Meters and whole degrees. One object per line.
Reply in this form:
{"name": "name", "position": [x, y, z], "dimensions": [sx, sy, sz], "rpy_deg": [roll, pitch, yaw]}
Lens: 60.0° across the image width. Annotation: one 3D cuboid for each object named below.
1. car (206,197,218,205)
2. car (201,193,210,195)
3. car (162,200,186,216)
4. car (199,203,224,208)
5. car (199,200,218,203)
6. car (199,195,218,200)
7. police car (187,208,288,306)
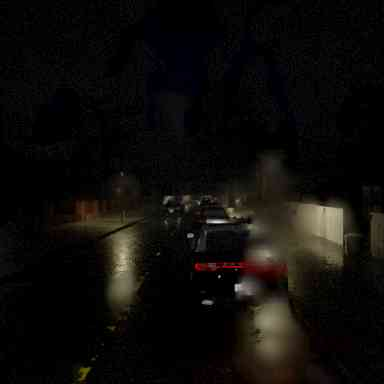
{"name": "car", "position": [3.757, 1.651, 61.064], "dimensions": [1.895, 1.301, 4.718], "rpy_deg": [0, 0, 7]}
{"name": "car", "position": [3.015, 1.297, 75.096], "dimensions": [2.150, 2.045, 5.566], "rpy_deg": [0, 0, 9]}
{"name": "car", "position": [-1.716, 1.512, 32.783], "dimensions": [2.128, 1.511, 4.902], "rpy_deg": [0, 0, 4]}
{"name": "car", "position": [1.166, 1.533, 18.090], "dimensions": [1.812, 1.442, 4.674], "rpy_deg": [0, 0, 2]}
{"name": "car", "position": [1.423, 1.537, 24.059], "dimensions": [1.812, 1.442, 4.674], "rpy_deg": [0, 0, 3]}
{"name": "car", "position": [2.189, 1.523, 45.906], "dimensions": [2.128, 1.511, 4.902], "rpy_deg": [0, 0, 6]}
{"name": "police car", "position": [0.896, 1.427, 8.247], "dimensions": [1.930, 1.638, 5.238], "rpy_deg": [0, 0, 1]}
